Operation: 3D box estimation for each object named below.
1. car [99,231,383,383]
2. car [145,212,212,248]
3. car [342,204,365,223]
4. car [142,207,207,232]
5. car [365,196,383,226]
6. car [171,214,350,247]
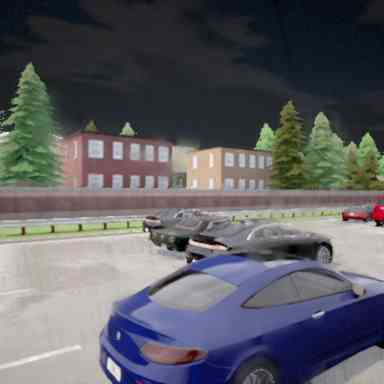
[{"bbox_3d":[1.120,1.538,4.557,4.674,1.442,1.812,0,0,-36],"label":"car"},{"bbox_3d":[0.839,1.629,12.935,4.718,1.301,1.895,0,0,-35],"label":"car"},{"bbox_3d":[13.789,1.655,26.455,4.181,1.385,1.994,0,0,-35],"label":"car"},{"bbox_3d":[-0.077,1.524,16.580,4.902,1.511,2.128,0,0,-35],"label":"car"},{"bbox_3d":[14.494,1.307,22.661,5.566,2.045,2.150,0,0,-35],"label":"car"},{"bbox_3d":[2.104,1.516,9.540,4.902,1.511,2.128,0,0,-35],"label":"car"}]
